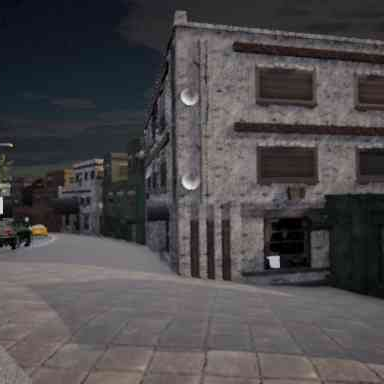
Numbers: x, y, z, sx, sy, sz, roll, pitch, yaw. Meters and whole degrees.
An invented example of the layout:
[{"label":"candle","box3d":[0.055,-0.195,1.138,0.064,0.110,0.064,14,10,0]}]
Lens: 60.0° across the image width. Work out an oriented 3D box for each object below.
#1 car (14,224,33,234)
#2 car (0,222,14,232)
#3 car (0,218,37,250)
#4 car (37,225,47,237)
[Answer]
[{"label":"car","box3d":[-27.745,6.088,54.592,1.812,1.442,4.674,0,-3,-39]},{"label":"car","box3d":[-36.206,6.701,63.702,5.357,1.411,2.033,-2,-2,44]},{"label":"car","box3d":[-12.604,2.837,22.687,2.150,2.045,5.566,0,-5,-13]},{"label":"car","box3d":[-19.647,4.960,42.440,1.882,1.535,5.008,0,-5,-27]}]
